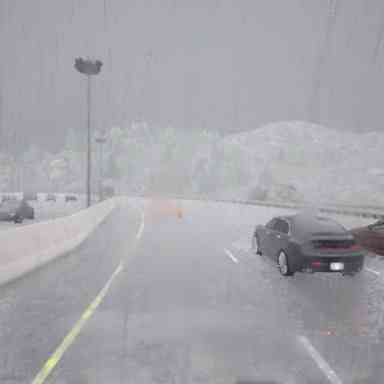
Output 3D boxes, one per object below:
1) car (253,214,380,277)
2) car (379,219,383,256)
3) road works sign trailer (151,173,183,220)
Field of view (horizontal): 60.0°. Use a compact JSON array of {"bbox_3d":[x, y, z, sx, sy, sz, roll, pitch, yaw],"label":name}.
[{"bbox_3d":[3.165,1.427,9.984,1.837,1.490,4.892,0,0,-3],"label":"car"},{"bbox_3d":[6.643,1.439,10.214,1.812,1.442,4.674,0,0,-3],"label":"car"},{"bbox_3d":[-2.043,0.279,26.515,2.380,3.560,2.880,0,0,-10],"label":"road works sign trailer"}]
